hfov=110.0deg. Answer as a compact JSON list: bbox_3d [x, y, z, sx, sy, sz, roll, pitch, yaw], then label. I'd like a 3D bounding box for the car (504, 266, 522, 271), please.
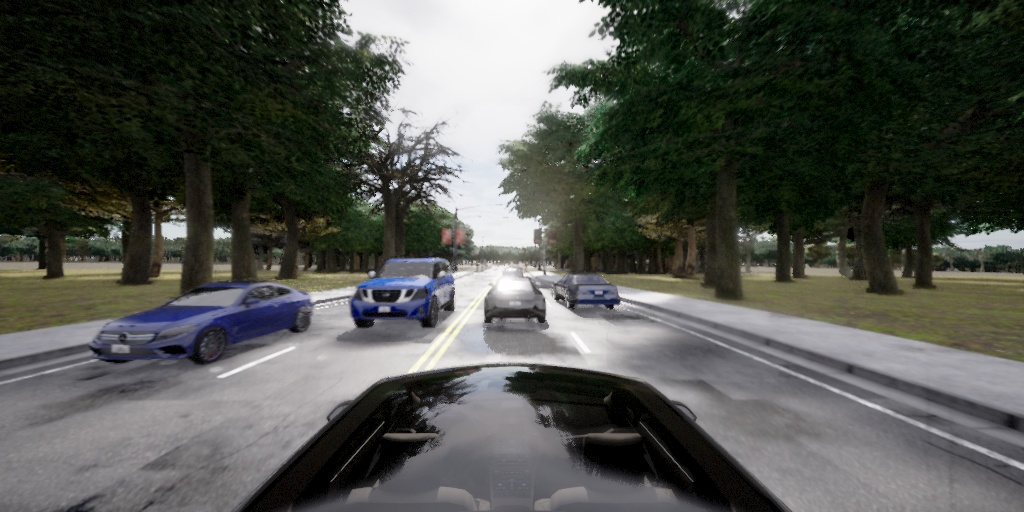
[{"bbox_3d":[0.080,1.604,30.970,2.033,1.411,5.357,0,-1,0],"label":"car"}]

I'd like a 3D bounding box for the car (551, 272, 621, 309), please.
[{"bbox_3d":[3.023,1.414,15.619,2.033,1.411,5.357,0,-1,-3],"label":"car"}]

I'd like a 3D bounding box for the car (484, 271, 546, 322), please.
[{"bbox_3d":[0.092,1.402,12.699,1.994,1.385,4.181,0,-1,0],"label":"car"}]

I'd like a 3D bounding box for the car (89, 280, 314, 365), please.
[{"bbox_3d":[-6.504,1.325,8.329,1.812,1.442,4.674,0,-1,1],"label":"car"}]

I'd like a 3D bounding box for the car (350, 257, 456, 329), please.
[{"bbox_3d":[-3.273,1.058,12.006,2.150,2.045,5.566,0,-1,0],"label":"car"}]
